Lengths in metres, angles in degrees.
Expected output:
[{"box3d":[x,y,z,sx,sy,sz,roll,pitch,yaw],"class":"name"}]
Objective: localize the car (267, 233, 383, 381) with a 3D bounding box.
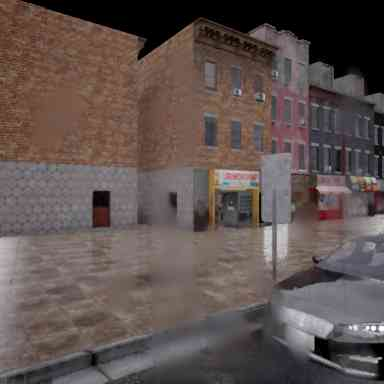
[{"box3d":[3.301,1.490,5.437,4.902,1.511,2.128,0,0,-36],"class":"car"}]
